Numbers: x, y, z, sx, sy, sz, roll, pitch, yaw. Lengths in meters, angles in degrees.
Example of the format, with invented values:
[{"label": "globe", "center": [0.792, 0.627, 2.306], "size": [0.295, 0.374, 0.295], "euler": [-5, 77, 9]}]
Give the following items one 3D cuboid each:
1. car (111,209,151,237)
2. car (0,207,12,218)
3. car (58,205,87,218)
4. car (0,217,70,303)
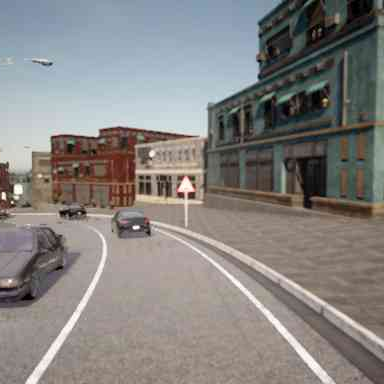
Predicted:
[{"label": "car", "center": [-3.599, 1.692, 19.160], "size": [1.812, 1.442, 4.674], "euler": [-1, -1, -19]}, {"label": "car", "center": [-26.224, 2.774, 44.881], "size": [4.553, 1.767, 2.097], "euler": [-3, 1, 41]}, {"label": "car", "center": [-13.346, 2.156, 36.914], "size": [1.882, 1.535, 5.008], "euler": [-3, 0, -37]}, {"label": "car", "center": [-4.531, 1.638, 8.605], "size": [2.033, 1.411, 5.357], "euler": [-1, -1, -10]}]
